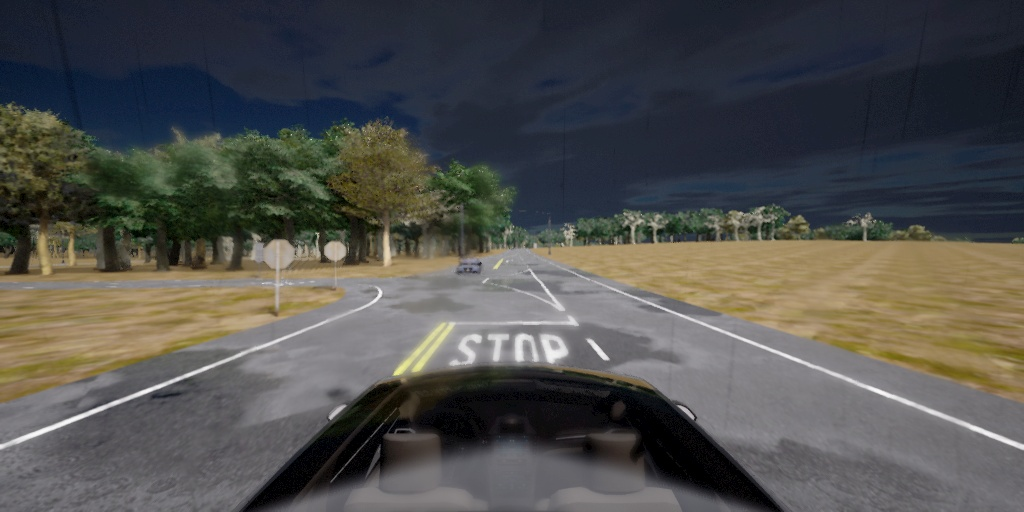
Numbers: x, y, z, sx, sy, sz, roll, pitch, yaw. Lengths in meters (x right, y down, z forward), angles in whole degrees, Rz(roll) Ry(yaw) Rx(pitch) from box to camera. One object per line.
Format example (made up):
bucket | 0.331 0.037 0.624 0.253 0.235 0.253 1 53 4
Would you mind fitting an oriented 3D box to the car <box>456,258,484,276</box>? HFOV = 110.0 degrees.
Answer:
car | -3.495 0.847 30.503 1.994 1.385 4.181 -1 3 0
